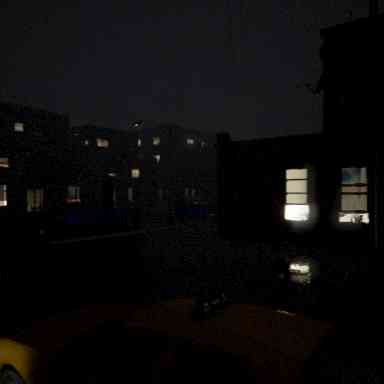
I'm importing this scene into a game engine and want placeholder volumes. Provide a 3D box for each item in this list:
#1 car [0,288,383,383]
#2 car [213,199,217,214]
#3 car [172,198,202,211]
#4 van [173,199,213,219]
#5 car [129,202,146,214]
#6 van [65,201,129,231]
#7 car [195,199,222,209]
[{"bbox_3d":[-0.045,1.535,2.899,4.829,1.417,1.752,0,0,35],"label":"car"},{"bbox_3d":[3.084,1.770,35.671,1.887,1.381,4.507,0,0,35],"label":"car"},{"bbox_3d":[-0.612,1.675,45.014,1.967,1.590,4.097,0,0,35],"label":"car"},{"bbox_3d":[-0.078,1.550,31.146,1.690,1.788,3.998,0,0,35],"label":"van"},{"bbox_3d":[-7.035,1.727,35.820,1.752,1.417,4.829,0,0,35],"label":"car"},{"bbox_3d":[-6.402,1.521,22.093,1.690,1.788,3.998,0,0,35],"label":"van"},{"bbox_3d":[2.550,1.798,49.540,1.887,1.381,4.507,0,0,35],"label":"car"}]
